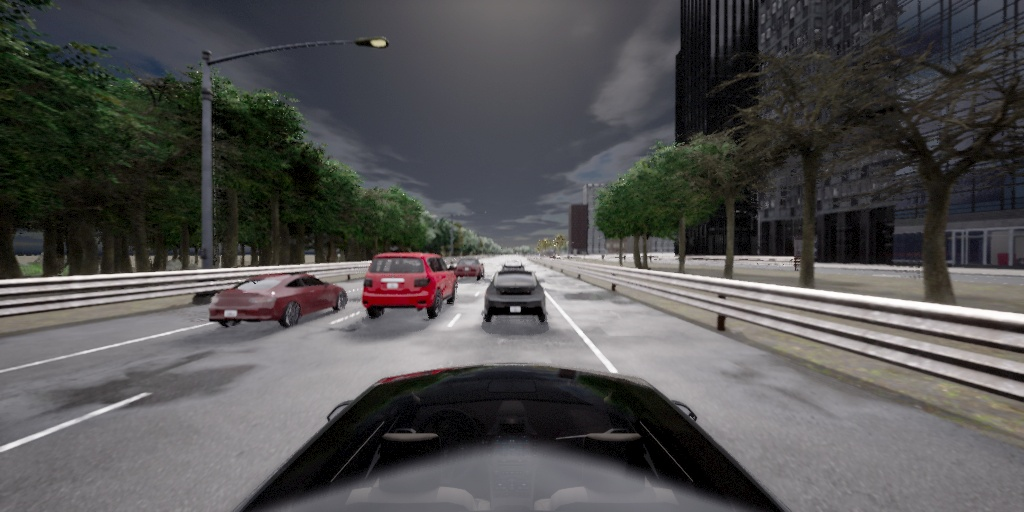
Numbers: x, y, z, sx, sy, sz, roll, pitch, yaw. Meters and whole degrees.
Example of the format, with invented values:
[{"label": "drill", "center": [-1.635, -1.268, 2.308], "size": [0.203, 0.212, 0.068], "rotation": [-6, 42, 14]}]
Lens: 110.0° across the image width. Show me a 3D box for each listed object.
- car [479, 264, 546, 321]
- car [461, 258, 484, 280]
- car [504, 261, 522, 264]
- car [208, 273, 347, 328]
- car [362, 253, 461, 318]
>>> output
[{"label": "car", "center": [0.097, 1.207, 12.270], "size": [1.837, 1.490, 4.892], "rotation": [0, 0, 0]}, {"label": "car", "center": [-3.402, 0.972, 29.090], "size": [2.097, 1.767, 4.553], "rotation": [0, 0, 0]}, {"label": "car", "center": [0.099, 1.110, 29.323], "size": [2.128, 1.511, 4.902], "rotation": [0, 0, 0]}, {"label": "car", "center": [-6.903, 1.233, 11.102], "size": [1.812, 1.442, 4.674], "rotation": [0, 0, 0]}, {"label": "car", "center": [-3.401, 0.921, 12.897], "size": [2.150, 2.045, 5.566], "rotation": [0, 0, 0]}]
